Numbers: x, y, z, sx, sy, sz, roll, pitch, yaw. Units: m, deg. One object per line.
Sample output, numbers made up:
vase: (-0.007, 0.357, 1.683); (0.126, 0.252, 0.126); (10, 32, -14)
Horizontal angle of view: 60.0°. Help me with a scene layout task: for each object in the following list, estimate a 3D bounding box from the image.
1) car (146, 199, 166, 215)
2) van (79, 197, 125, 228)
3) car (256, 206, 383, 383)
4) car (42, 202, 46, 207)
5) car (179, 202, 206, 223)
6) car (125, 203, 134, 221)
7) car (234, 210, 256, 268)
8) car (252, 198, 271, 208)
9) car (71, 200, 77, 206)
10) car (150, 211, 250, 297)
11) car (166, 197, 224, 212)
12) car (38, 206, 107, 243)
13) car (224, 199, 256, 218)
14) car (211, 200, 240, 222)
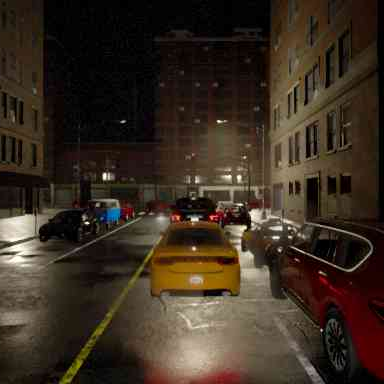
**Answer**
car: (-3.308, 1.493, 34.470); (1.882, 1.535, 5.008); (2, 0, -23)
van: (-5.858, 1.365, 21.803); (1.690, 1.788, 3.998); (1, 0, 0)
car: (2.675, 1.318, 5.357); (2.192, 1.841, 5.009); (1, 0, 0)
car: (-20.316, 1.458, 40.200); (4.718, 1.301, 1.895); (0, -1, 0)
car: (0.070, 1.595, 26.714); (1.994, 1.385, 4.181); (0, 0, 1)
car: (-5.862, 1.577, 27.285); (1.887, 1.381, 4.507); (1, 0, 0)
car: (2.670, 1.535, 11.010); (1.752, 1.417, 4.829); (1, 0, 0)
car: (8.884, 1.591, 43.281); (5.008, 1.535, 1.882); (0, -1, 0)
car: (-13.131, 1.422, 43.413); (5.008, 1.535, 1.882); (0, -1, 0)
car: (0.047, 1.484, 8.649); (1.882, 1.535, 5.008); (0, 0, -1)
car: (0.096, 1.238, 16.245); (2.150, 2.045, 5.566); (0, 0, 0)
car: (-5.858, 1.582, 16.320); (1.947, 1.339, 4.313); (1, 0, 0)
car: (2.667, 1.464, 21.805); (1.967, 1.590, 4.097); (1, 0, 0)
car: (2.664, 1.472, 27.288); (1.967, 1.590, 4.097); (1, 0, 0)
